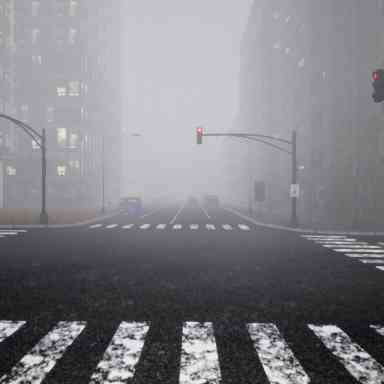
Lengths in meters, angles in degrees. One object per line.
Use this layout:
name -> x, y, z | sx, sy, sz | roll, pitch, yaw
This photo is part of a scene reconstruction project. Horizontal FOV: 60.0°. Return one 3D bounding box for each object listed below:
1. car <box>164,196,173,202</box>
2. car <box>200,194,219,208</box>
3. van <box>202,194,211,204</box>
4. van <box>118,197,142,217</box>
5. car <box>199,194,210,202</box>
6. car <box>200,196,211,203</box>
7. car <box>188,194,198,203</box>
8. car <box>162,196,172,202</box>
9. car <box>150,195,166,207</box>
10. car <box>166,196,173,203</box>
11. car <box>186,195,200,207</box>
car -> -5.623, 1.590, 80.533 | 2.008, 1.369, 4.403 | 0, 0, 0
car -> 2.730, 1.329, 47.222 | 2.192, 1.841, 5.009 | 0, 0, 0
van -> 2.743, 1.366, 63.875 | 1.690, 1.788, 3.998 | 0, 0, 0
van -> -5.664, 1.347, 30.575 | 1.690, 1.788, 3.998 | 0, 0, 0
car -> 2.753, 1.349, 74.976 | 2.192, 1.841, 5.009 | 0, 0, 0
car -> 2.749, 1.580, 69.425 | 2.008, 1.369, 4.403 | 0, 0, 0
car -> 0.160, 1.381, 70.101 | 2.097, 1.767, 4.553 | 0, 0, 0
car -> -5.628, 1.559, 74.812 | 1.752, 1.417, 4.829 | 0, 0, 0
car -> -5.646, 1.543, 52.608 | 1.752, 1.417, 4.829 | 0, 0, 0
car -> -5.632, 1.469, 69.431 | 1.967, 1.590, 4.097 | 0, 0, 0
car -> 0.146, 1.543, 51.793 | 1.812, 1.442, 4.674 | 0, 0, 0
